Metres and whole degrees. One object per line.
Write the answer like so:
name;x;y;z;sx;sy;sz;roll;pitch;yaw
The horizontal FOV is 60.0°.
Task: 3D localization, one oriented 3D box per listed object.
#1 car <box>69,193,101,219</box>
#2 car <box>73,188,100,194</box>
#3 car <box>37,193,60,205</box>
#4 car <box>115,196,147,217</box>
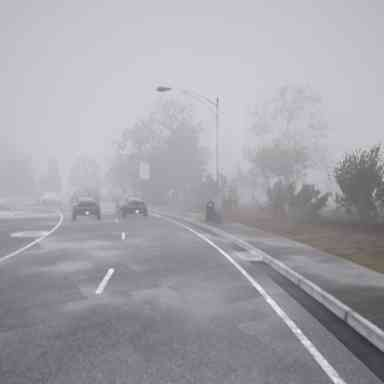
car;-7.939;1.111;24.670;1.837;1.490;4.892;1;1;-21
car;-13.217;0.564;41.149;2.150;2.045;5.566;0;-1;-38
car;-17.702;0.824;41.107;1.812;1.442;4.674;0;0;-39
car;-4.852;1.111;26.296;1.837;1.490;4.892;1;1;-21
